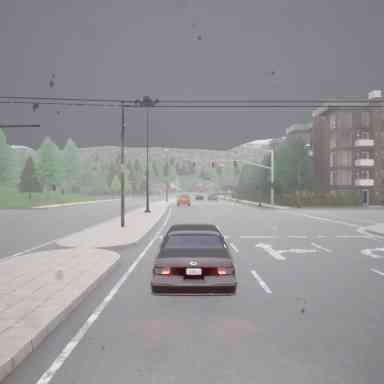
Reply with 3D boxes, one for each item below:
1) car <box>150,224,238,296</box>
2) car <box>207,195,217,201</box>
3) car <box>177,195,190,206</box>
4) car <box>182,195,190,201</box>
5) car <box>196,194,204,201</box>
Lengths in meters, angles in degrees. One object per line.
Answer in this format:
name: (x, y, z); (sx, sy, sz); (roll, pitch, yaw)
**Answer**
car: (0.042, 1.547, 8.787); (2.033, 1.411, 5.357); (0, 0, 0)
car: (5.477, 1.539, 85.403); (2.033, 1.411, 5.357); (0, 0, 0)
car: (-1.359, 1.352, 54.532); (2.097, 1.767, 4.553); (0, 0, -1)
car: (-1.523, 1.523, 85.357); (1.812, 1.442, 4.674); (0, 0, 0)
car: (1.977, 1.477, 85.396); (1.882, 1.535, 5.008); (0, 0, 0)
